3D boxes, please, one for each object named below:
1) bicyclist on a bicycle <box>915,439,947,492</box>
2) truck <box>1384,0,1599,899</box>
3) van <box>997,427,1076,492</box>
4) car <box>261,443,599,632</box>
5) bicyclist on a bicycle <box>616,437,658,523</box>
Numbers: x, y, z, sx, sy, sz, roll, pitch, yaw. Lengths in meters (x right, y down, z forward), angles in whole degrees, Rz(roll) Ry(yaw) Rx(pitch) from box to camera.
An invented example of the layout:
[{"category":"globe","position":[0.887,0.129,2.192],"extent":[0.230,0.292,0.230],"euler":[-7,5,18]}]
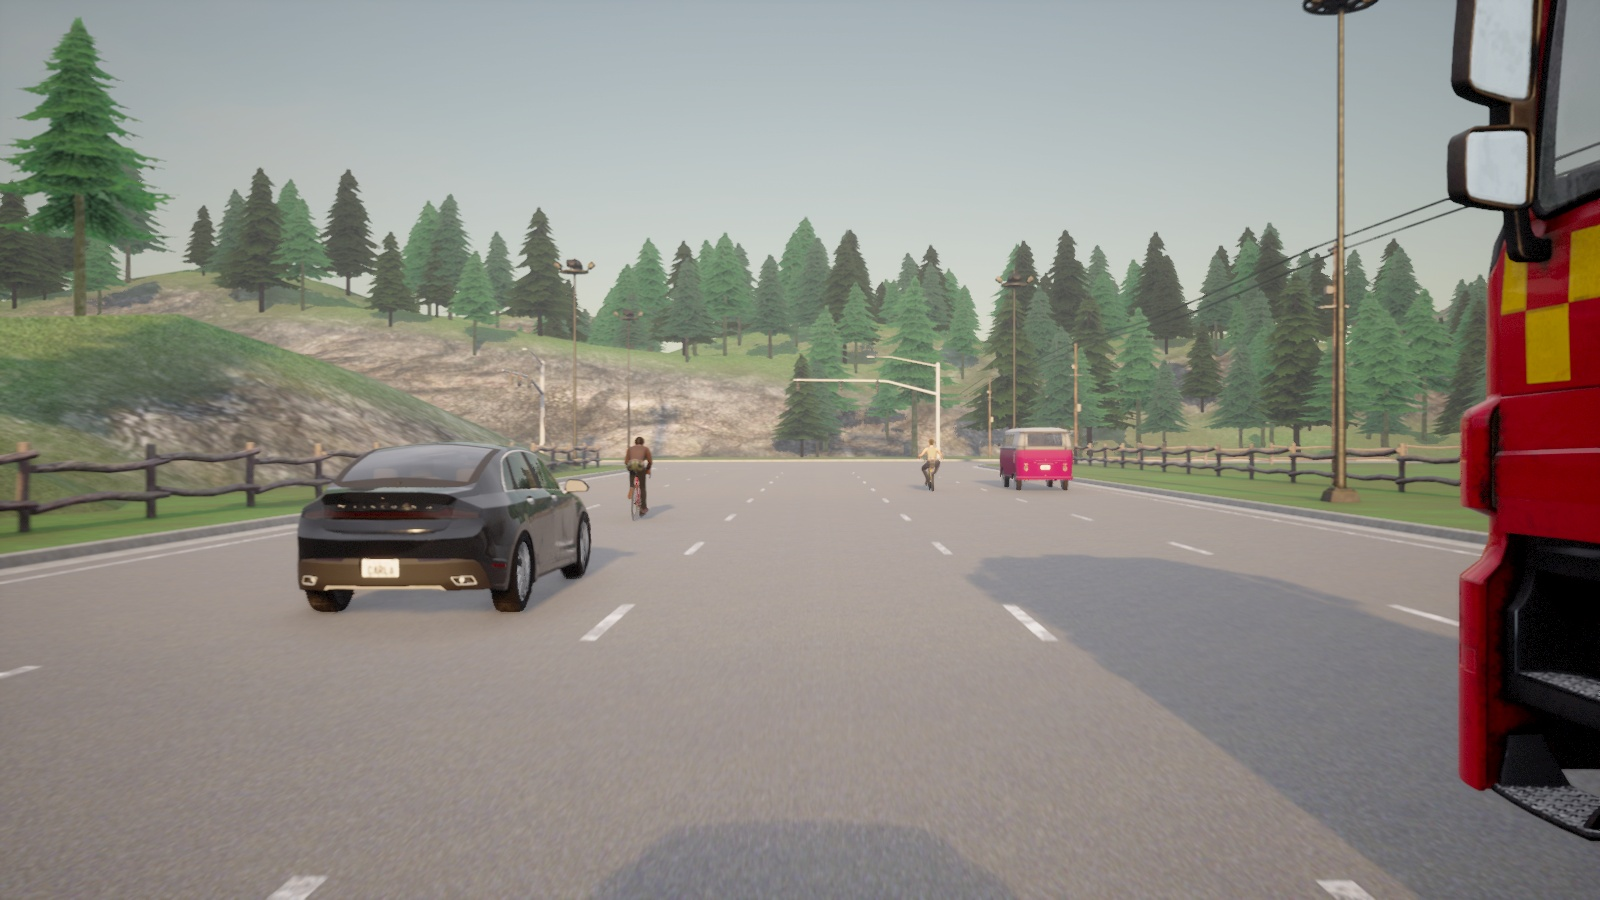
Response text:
[{"category":"bicyclist on a bicycle","position":[4.034,0.466,38.702],"extent":[0.866,1.612,1.509],"euler":[0,0,1]},{"category":"truck","position":[3.512,-0.417,0.301],"extent":[2.891,3.827,8.468],"euler":[0,0,1]},{"category":"van","position":[7.565,0.275,40.604],"extent":[1.775,1.987,4.442],"euler":[0,0,1]},{"category":"car","position":[-3.324,0.678,12.402],"extent":[1.837,1.490,4.892],"euler":[0,0,1]},{"category":"bicyclist on a bicycle","position":[-3.158,0.558,24.439],"extent":[0.582,1.620,1.656],"euler":[0,0,1]}]
